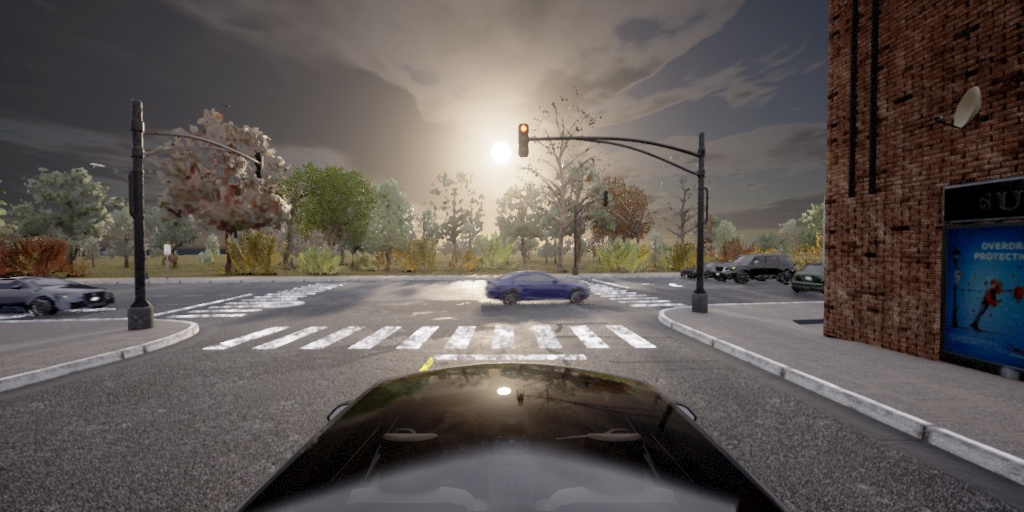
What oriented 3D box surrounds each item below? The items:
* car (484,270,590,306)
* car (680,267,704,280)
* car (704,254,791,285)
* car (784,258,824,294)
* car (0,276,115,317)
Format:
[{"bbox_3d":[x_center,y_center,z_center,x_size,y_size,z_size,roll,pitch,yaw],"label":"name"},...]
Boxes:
[{"bbox_3d":[1.099,1.360,15.930,4.674,1.442,1.812,0,1,-8],"label":"car"},{"bbox_3d":[16.117,1.140,28.203,5.357,1.411,2.033,0,1,-9],"label":"car"},{"bbox_3d":[16.847,0.876,25.026,5.566,2.045,2.150,0,1,-9],"label":"car"},{"bbox_3d":[16.990,1.135,18.364,4.553,1.767,2.097,0,1,-9],"label":"car"},{"bbox_3d":[-17.791,1.445,13.337,4.181,1.385,1.994,0,1,-7],"label":"car"}]
